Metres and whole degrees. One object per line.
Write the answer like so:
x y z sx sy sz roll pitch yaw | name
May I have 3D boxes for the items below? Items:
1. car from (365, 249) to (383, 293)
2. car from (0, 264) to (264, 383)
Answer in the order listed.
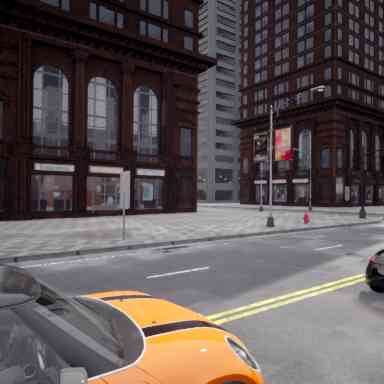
5.863 1.576 7.646 4.181 1.385 1.994 0 0 -35 | car
-1.563 1.352 2.324 4.553 1.767 2.097 0 0 -36 | car
